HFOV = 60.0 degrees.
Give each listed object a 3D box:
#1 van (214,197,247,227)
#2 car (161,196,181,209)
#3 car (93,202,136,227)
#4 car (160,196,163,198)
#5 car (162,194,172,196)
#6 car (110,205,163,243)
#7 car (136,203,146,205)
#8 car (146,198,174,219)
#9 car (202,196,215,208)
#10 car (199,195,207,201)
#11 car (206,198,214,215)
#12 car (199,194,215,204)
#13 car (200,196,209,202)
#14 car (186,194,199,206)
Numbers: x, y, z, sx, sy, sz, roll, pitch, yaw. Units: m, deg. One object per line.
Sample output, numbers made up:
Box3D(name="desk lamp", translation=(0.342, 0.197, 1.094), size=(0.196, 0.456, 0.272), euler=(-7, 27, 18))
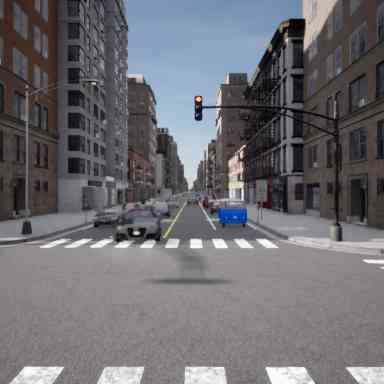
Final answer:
Box3D(name="van", translation=(2.663, 1.340, 22.482), size=(1.690, 1.788, 3.998), euler=(0, 0, 0))
Box3D(name="car", translation=(-2.780, 1.596, 44.932), size=(1.895, 1.301, 4.718), euler=(0, 0, 0))
Box3D(name="car", translation=(-5.362, 1.550, 22.483), size=(2.008, 1.369, 4.403), euler=(0, 0, 0))
Box3D(name="car", translation=(-5.336, 1.520, 45.040), size=(1.752, 1.417, 4.829), euler=(0, 0, 0))
Box3D(name="car", translation=(-5.317, 1.548, 62.256), size=(1.947, 1.339, 4.313), euler=(0, 0, 0))
Box3D(name="car", translation=(-2.528, 1.561, 16.084), size=(1.994, 1.385, 4.181), euler=(0, 0, -5))
Box3D(name="car", translation=(-5.356, 1.543, 28.164), size=(1.887, 1.381, 4.507), euler=(0, 0, 0))
Box3D(name="car", translation=(-2.816, 1.525, 29.566), size=(1.812, 1.442, 4.674), euler=(0, 1, 0))
Box3D(name="car", translation=(2.689, 1.577, 45.207), size=(1.802, 1.307, 4.206), euler=(0, 0, 0))
Box3D(name="car", translation=(2.734, 1.532, 84.976), size=(1.947, 1.339, 4.313), euler=(0, 0, 0))
Box3D(name="car", translation=(2.676, 1.580, 33.844), size=(1.802, 1.307, 4.206), euler=(0, 0, 0))
Box3D(name="car", translation=(2.696, 1.306, 50.889), size=(2.192, 1.841, 5.009), euler=(0, 0, 0))
Box3D(name="car", translation=(2.721, 1.525, 73.614), size=(2.008, 1.369, 4.403), euler=(0, 0, 0))
Box3D(name="car", translation=(0.168, 1.479, 55.380), size=(2.128, 1.511, 4.902), euler=(0, 0, 0))
